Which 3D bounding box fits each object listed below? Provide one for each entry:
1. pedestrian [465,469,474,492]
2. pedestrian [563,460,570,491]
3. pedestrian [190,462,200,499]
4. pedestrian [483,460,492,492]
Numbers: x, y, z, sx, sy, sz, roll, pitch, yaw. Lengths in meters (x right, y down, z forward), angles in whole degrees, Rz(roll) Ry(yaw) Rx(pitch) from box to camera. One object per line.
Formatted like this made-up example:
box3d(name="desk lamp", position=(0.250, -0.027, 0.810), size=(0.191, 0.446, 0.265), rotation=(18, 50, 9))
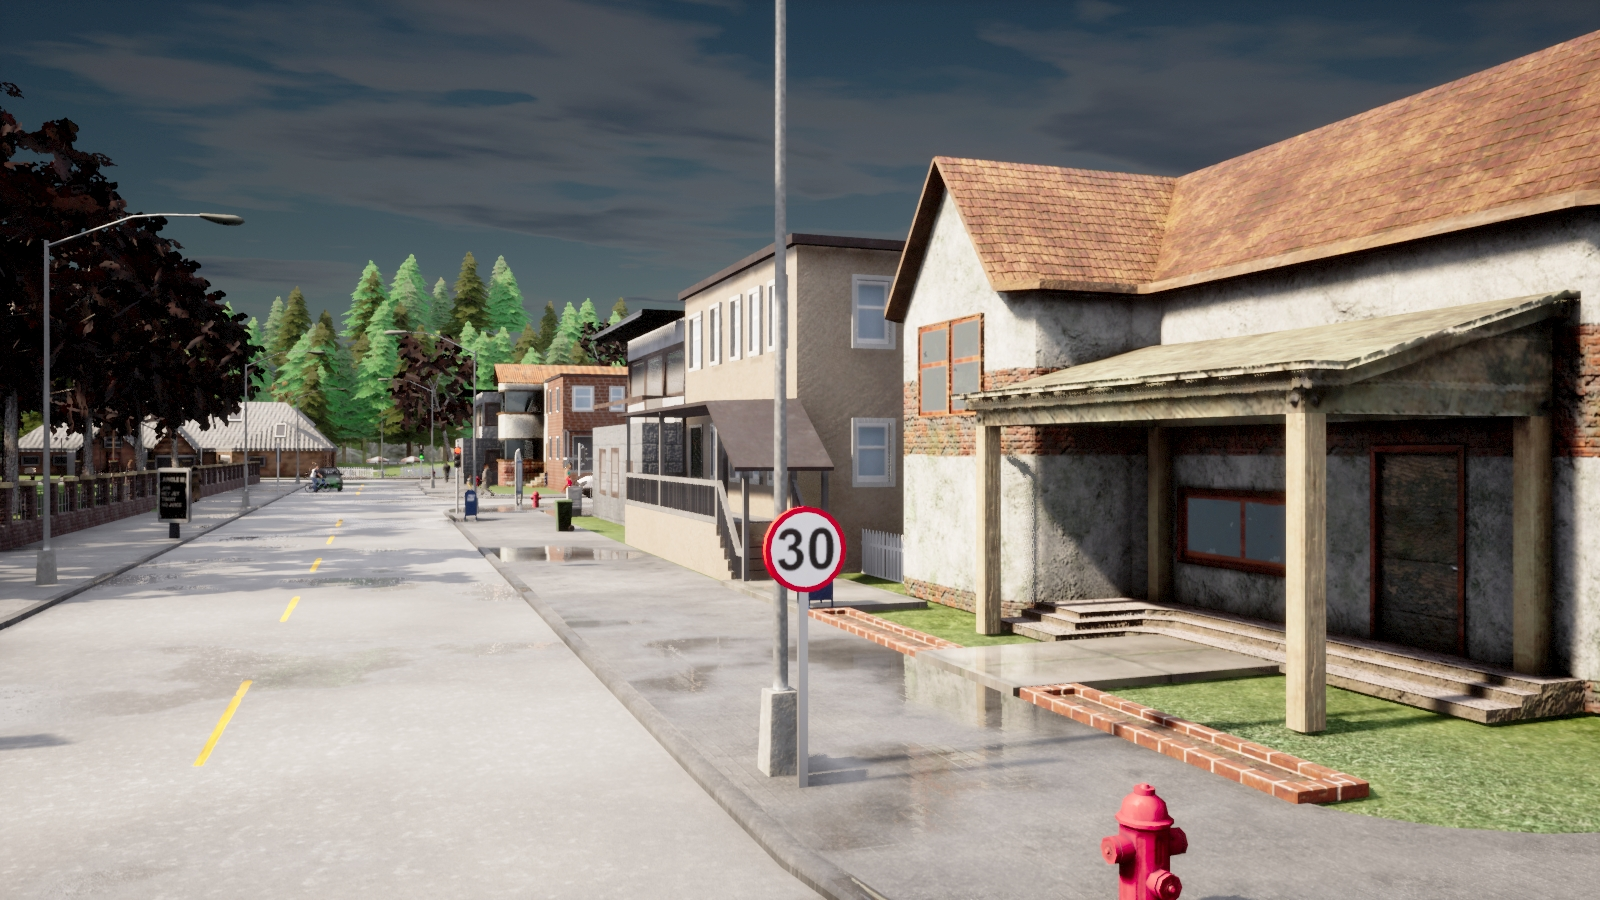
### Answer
box3d(name="pedestrian", position=(-19.395, 1.797, 67.094), size=(0.375, 1.300, 0.375), rotation=(0, 0, 10))
box3d(name="pedestrian", position=(-14.141, 1.516, 69.105), size=(0.375, 1.860, 0.375), rotation=(0, 0, -3))
box3d(name="pedestrian", position=(-30.428, 1.525, 57.445), size=(0.375, 1.860, 0.375), rotation=(0, 0, -20))
box3d(name="pedestrian", position=(-18.098, 1.516, 66.214), size=(0.375, 1.860, 0.375), rotation=(0, 0, 10))
